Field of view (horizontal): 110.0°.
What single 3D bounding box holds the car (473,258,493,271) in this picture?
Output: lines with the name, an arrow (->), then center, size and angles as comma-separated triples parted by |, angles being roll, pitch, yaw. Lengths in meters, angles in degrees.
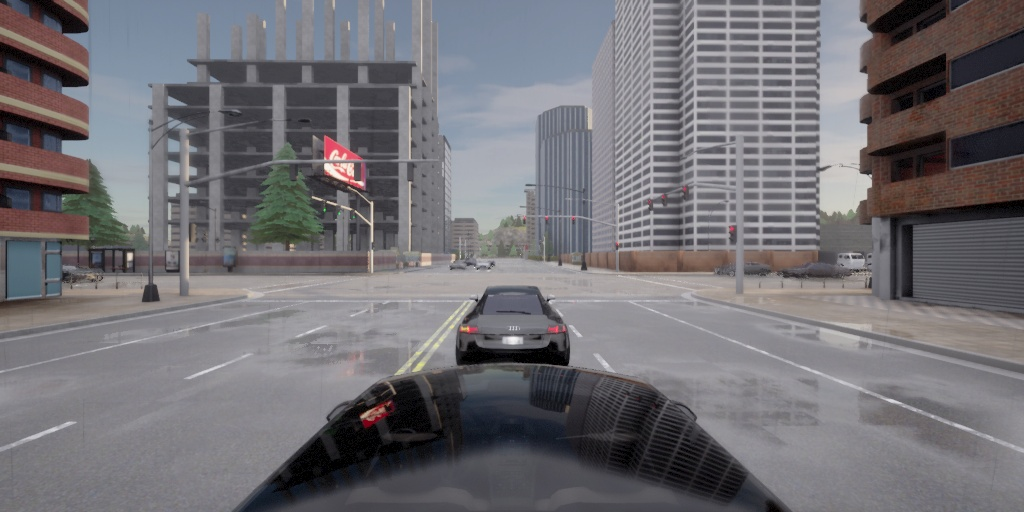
car -> -4.045, 1.275, 50.846 | 1.812, 1.442, 4.674 | 0, 0, -1

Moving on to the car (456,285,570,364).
car -> 0.011, 1.314, 7.709 | 1.994, 1.385, 4.181 | 0, 0, 0

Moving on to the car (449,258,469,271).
car -> -7.549, 1.350, 50.209 | 1.895, 1.301, 4.718 | 0, 0, 0

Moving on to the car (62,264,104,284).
car -> -32.825, 1.275, 26.163 | 4.674, 1.442, 1.812 | 0, 0, -1

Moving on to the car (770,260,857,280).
car -> 25.742, 1.297, 30.714 | 5.357, 1.411, 2.033 | 0, 0, -1

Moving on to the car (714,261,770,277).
car -> 21.918, 1.241, 34.158 | 4.902, 1.511, 2.128 | 0, 0, -1
